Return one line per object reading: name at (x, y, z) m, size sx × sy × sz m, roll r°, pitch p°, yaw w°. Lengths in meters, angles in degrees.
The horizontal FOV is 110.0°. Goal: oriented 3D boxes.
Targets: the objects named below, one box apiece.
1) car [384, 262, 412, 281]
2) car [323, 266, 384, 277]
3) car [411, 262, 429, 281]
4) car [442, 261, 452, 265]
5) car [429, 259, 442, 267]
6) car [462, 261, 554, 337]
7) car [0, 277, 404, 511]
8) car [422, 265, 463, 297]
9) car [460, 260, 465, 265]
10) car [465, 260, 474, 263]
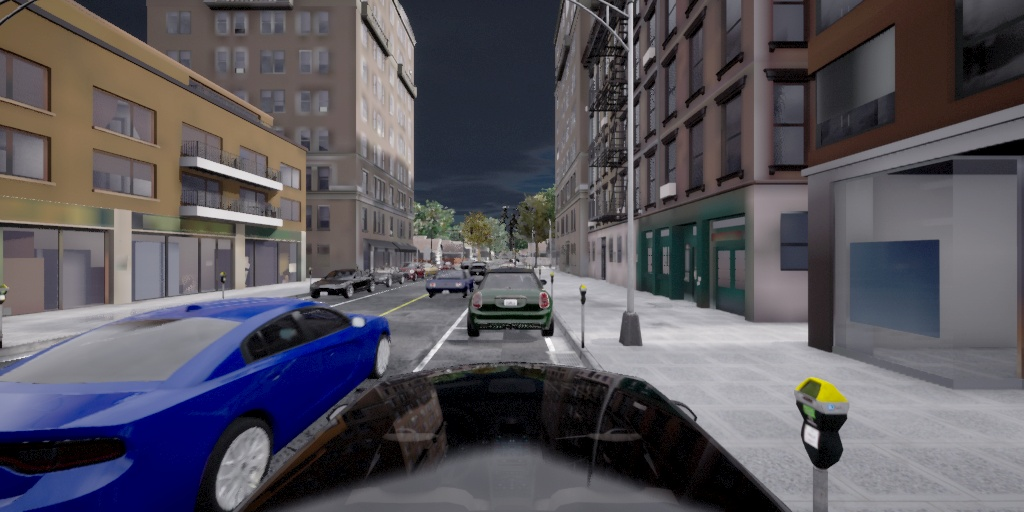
car at (-8.408, 1.303, 23.719) m, size 2.007 × 1.370 × 4.403 m, roll 0°, pitch 0°, yaw 0°
car at (-8.408, 1.316, 18.201) m, size 1.948 × 1.339 × 4.313 m, roll 0°, pitch 0°, yaw 0°
car at (-8.408, 1.195, 29.238) m, size 1.967 × 1.591 × 4.097 m, roll 0°, pitch 0°, yaw 0°
car at (-8.408, 1.204, 40.275) m, size 1.967 × 1.591 × 4.097 m, roll 0°, pitch 0°, yaw 0°
car at (-8.408, 1.285, 34.586) m, size 1.751 × 1.417 × 4.829 m, roll 0°, pitch 0°, yaw 0°
car at (-0.033, 1.103, 10.470) m, size 2.097 × 1.767 × 4.553 m, roll 0°, pitch 0°, yaw 0°
car at (-3.022, 1.227, 4.228) m, size 1.882 × 1.535 × 5.008 m, roll 0°, pitch 0°, yaw 0°
car at (-3.000, 1.352, 18.591) m, size 1.895 × 1.301 × 4.718 m, roll 0°, pitch 0°, yaw 0°
car at (-5.794, 1.277, 47.884) m, size 1.837 × 1.490 × 4.892 m, roll 0°, pitch -1°, yaw 1°
car at (-2.999, 1.266, 33.846) m, size 1.837 × 1.490 × 4.892 m, roll 0°, pitch 1°, yaw 0°
